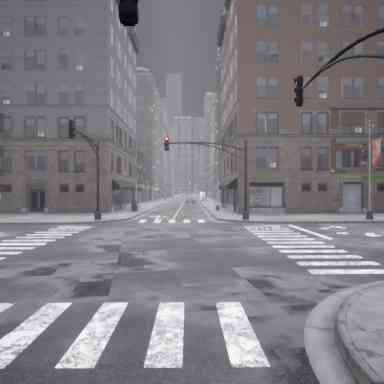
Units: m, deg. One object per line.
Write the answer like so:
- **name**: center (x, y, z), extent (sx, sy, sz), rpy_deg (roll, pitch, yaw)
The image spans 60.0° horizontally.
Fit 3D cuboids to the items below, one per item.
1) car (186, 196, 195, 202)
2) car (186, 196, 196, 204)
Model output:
- **car**: center (-0.339, 1.482, 73.639), extent (1.895, 1.301, 4.718), rpy_deg (0, 0, 0)
- **car**: center (-0.275, 1.647, 63.634), extent (1.895, 1.301, 4.718), rpy_deg (0, 0, 0)
